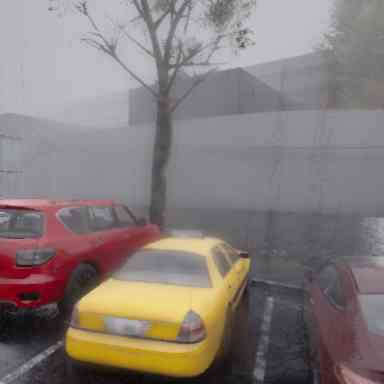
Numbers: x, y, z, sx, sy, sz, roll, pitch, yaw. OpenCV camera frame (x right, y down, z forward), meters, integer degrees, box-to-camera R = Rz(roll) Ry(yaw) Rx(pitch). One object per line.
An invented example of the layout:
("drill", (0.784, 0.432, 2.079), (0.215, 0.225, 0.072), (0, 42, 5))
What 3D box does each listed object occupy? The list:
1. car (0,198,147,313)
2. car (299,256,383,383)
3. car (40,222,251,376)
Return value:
("car", (-2.488, 1.167, 7.634), (2.435, 2.045, 5.566), (1, 0, 16))
("car", (2.376, 1.524, 4.098), (2.002, 1.452, 4.674), (1, 0, 16))
("car", (-0.009, 1.450, 6.035), (1.946, 1.575, 5.366), (1, 0, 16))
